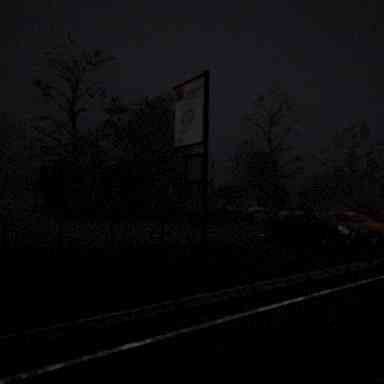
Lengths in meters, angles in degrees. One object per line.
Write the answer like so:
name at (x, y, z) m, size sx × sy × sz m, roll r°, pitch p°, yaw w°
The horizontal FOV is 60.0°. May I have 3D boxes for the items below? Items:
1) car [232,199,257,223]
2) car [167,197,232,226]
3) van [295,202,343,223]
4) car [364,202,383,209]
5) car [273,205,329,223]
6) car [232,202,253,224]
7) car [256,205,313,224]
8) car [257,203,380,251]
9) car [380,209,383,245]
car at (4.560, 1.658, 29.531) m, size 2.435 × 2.045 × 5.566 m, roll 2°, pitch -1°, yaw -36°
car at (0.144, 1.472, 26.321) m, size 2.435 × 2.045 × 5.566 m, roll 2°, pitch -1°, yaw -36°
van at (13.672, 2.160, 35.980) m, size 1.878 × 1.987 × 4.442 m, roll 3°, pitch -2°, yaw -36°
car at (10.383, 1.601, 18.667) m, size 2.435 × 2.045 × 5.566 m, roll 3°, pitch -2°, yaw -36°
car at (11.222, 2.253, 34.589) m, size 1.946 × 1.575 × 5.366 m, roll 3°, pitch -2°, yaw -36°
car at (2.282, 1.813, 27.903) m, size 2.231 × 1.521 × 4.892 m, roll 2°, pitch -1°, yaw -36°
car at (9.064, 2.136, 33.036) m, size 1.946 × 1.575 × 5.366 m, roll 3°, pitch -2°, yaw -36°
car at (5.564, 1.528, 15.168) m, size 2.185 × 1.767 × 4.553 m, roll 2°, pitch -1°, yaw -36°
car at (8.031, 1.754, 16.928) m, size 2.097 × 1.535 × 5.008 m, roll 2°, pitch -1°, yaw -36°
